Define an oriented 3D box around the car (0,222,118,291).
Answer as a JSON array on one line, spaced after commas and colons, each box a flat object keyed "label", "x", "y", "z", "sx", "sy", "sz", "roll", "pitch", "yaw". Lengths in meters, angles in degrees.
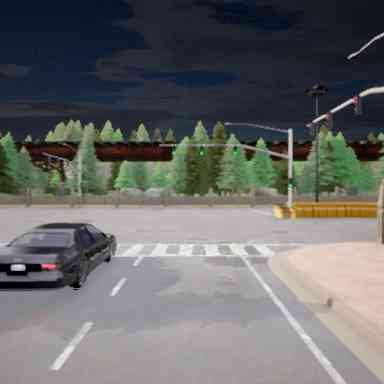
[{"label": "car", "x": -3.461, "y": 1.544, "z": 9.082, "sx": 2.033, "sy": 1.411, "sz": 5.357, "roll": 0, "pitch": 0, "yaw": -1}]
